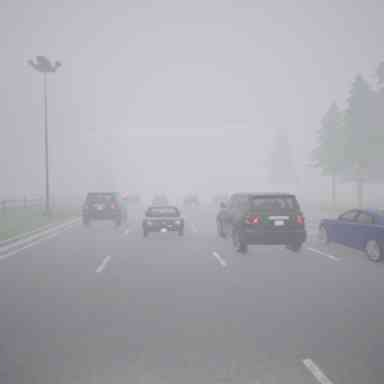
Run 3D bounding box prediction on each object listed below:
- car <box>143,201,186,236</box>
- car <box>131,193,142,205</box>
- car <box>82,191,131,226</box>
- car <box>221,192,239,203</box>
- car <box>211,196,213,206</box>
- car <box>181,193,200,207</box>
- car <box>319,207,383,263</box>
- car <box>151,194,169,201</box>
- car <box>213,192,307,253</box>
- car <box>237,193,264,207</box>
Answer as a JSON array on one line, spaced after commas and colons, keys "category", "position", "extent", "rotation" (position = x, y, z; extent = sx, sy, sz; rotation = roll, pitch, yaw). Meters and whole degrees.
[{"category": "car", "position": [-1.472, 1.369, 16.909], "extent": [1.895, 1.301, 4.718], "rotation": [-1, 1, -6]}, {"category": "car", "position": [-7.782, 0.915, 44.533], "extent": [1.882, 1.535, 5.008], "rotation": [-1, 1, -6]}, {"category": "car", "position": [-5.424, 0.971, 21.209], "extent": [2.150, 2.045, 5.566], "rotation": [-1, 1, -6]}, {"category": "car", "position": [5.663, 0.732, 49.816], "extent": [1.812, 1.442, 4.674], "rotation": [-1, 1, -5]}, {"category": "car", "position": [3.376, 0.889, 38.584], "extent": [2.128, 1.511, 4.902], "rotation": [-1, 1, -6]}, {"category": "car", "position": [-0.181, 0.937, 38.984], "extent": [1.837, 1.490, 4.892], "rotation": [-1, 1, -6]}, {"category": "car", "position": [6.069, 1.243, 11.164], "extent": [1.882, 1.535, 5.008], "rotation": [-1, 1, -5]}, {"category": "car", "position": [-3.751, 0.958, 39.484], "extent": [2.128, 1.511, 4.902], "rotation": [-1, 1, -6]}, {"category": "car", "position": [2.428, 1.004, 12.886], "extent": [2.150, 2.045, 5.566], "rotation": [-1, 1, -5]}, {"category": "car", "position": [6.833, 0.853, 39.178], "extent": [1.837, 1.490, 4.892], "rotation": [-1, 1, -6]}]
